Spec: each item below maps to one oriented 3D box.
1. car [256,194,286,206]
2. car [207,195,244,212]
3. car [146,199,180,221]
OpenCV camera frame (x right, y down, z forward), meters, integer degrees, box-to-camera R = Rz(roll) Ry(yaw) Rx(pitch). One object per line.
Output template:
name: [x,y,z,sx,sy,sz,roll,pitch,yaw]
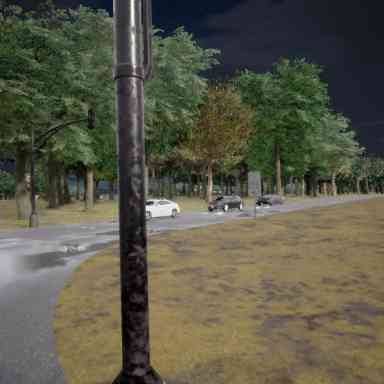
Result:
car: [9.755,0.970,40.956,2.033,1.411,5.357,-3,-1,37]
car: [3.343,1.087,32.545,1.837,1.490,4.892,-3,-1,37]
car: [-2.790,1.268,24.477,1.812,1.442,4.674,-3,-1,37]
